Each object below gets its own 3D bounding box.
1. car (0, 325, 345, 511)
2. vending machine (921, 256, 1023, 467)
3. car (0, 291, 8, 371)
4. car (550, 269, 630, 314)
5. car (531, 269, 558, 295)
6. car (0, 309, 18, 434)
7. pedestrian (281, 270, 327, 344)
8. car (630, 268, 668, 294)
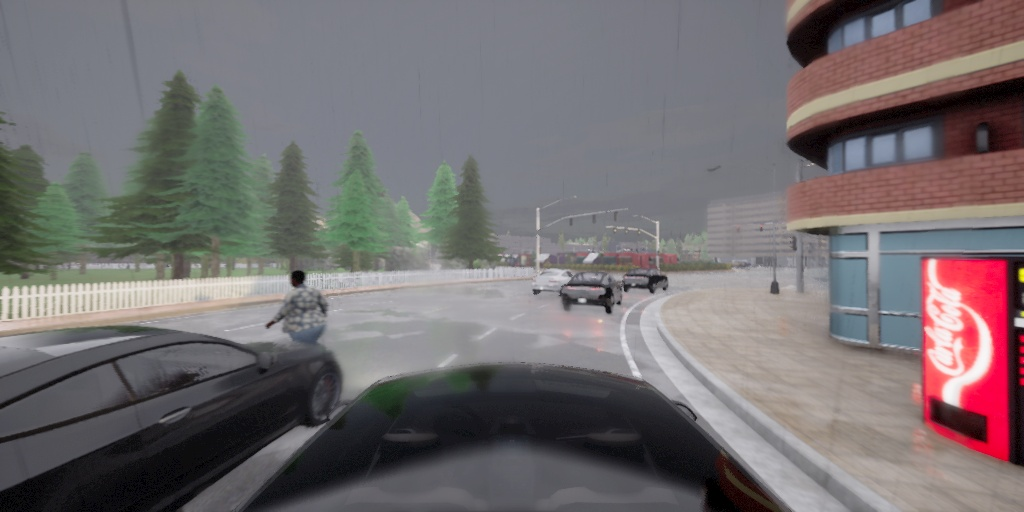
[{"bbox_3d":[-3.178,1.273,2.792,1.812,1.442,4.674,0,-1,3],"label":"car"},{"bbox_3d":[4.939,0.986,3.443,1.100,2.100,0.880,0,0,6],"label":"vending machine"},{"bbox_3d":[-10.175,1.297,4.397,1.994,1.385,4.181,0,-1,6],"label":"car"},{"bbox_3d":[3.442,1.396,14.931,2.128,1.511,4.902,0,-1,23],"label":"car"},{"bbox_3d":[2.772,1.490,20.906,1.812,1.442,4.674,0,-1,32],"label":"car"},{"bbox_3d":[-6.874,1.288,2.137,1.994,1.385,4.181,0,-1,3],"label":"car"},{"bbox_3d":[-3.152,1.069,5.437,0.375,1.860,0.375,0,-1,8],"label":"pedestrian"},{"bbox_3d":[8.533,1.502,22.845,2.128,1.511,4.902,0,-1,37],"label":"car"}]
